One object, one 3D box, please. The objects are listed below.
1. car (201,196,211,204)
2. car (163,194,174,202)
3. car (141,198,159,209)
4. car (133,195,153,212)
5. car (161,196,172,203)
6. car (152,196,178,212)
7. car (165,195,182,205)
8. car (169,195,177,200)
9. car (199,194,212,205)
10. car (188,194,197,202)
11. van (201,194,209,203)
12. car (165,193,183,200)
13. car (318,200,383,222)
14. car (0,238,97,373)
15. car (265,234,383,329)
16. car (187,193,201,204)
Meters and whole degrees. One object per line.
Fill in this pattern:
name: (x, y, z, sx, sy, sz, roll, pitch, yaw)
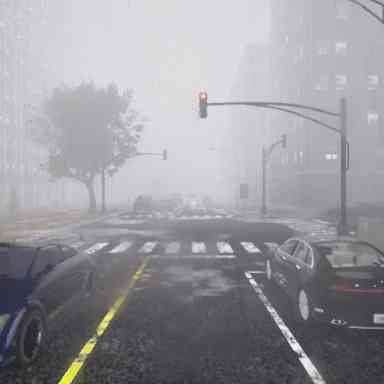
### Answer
car: (2.826, 1.550, 67.044, 1.752, 1.417, 4.829, 0, 0, 0)
car: (-5.532, 1.353, 77.937, 2.192, 1.841, 5.009, 0, 0, 0)
car: (-5.601, 1.574, 44.801, 1.947, 1.339, 4.313, 0, 0, 0)
car: (-5.613, 1.320, 39.278, 2.192, 1.841, 5.009, 0, 0, 0)
car: (-5.543, 1.597, 72.415, 1.947, 1.339, 4.313, 0, 0, 0)
car: (-3.023, 1.552, 38.564, 2.033, 1.411, 5.357, 0, 0, 0)
car: (-3.000, 1.558, 49.017, 2.033, 1.411, 5.357, 0, 0, 0)
car: (-5.497, 1.615, 94.506, 2.008, 1.369, 4.403, 0, 0, 0)
car: (2.815, 1.585, 61.351, 1.947, 1.339, 4.313, 0, 0, 0)
car: (0.162, 1.395, 78.821, 2.097, 1.767, 4.553, 0, 0, 0)
van: (2.837, 1.372, 72.398, 1.690, 1.788, 3.998, 0, 0, 0)
car: (-2.930, 1.239, 59.660, 2.150, 2.045, 5.566, 0, 0, 3)
car: (11.598, 1.417, 23.786, 4.718, 1.301, 1.895, -1, 0, 3)
car: (-3.060, 1.562, 5.596, 1.994, 1.385, 4.181, 0, 0, 1)
car: (2.701, 1.549, 6.872, 2.008, 1.369, 4.403, 0, 0, 0)
car: (0.232, 1.239, 64.420, 2.150, 2.045, 5.566, 0, -1, 0)
